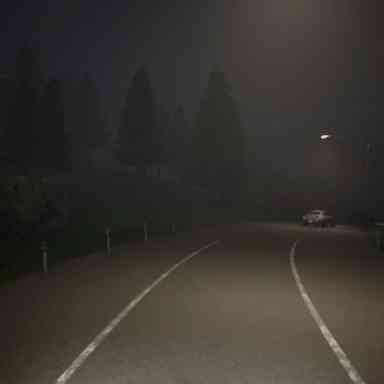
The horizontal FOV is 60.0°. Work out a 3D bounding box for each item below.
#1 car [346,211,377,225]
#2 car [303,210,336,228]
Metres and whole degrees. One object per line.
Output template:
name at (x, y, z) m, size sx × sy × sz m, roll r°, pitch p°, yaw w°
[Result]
car at (19.833, 3.024, 38.812) m, size 4.902 × 1.511 × 2.128 m, roll 4°, pitch -1°, yaw -40°
car at (11.670, 2.426, 30.465) m, size 1.812 × 1.442 × 4.674 m, roll 2°, pitch -2°, yaw 39°
